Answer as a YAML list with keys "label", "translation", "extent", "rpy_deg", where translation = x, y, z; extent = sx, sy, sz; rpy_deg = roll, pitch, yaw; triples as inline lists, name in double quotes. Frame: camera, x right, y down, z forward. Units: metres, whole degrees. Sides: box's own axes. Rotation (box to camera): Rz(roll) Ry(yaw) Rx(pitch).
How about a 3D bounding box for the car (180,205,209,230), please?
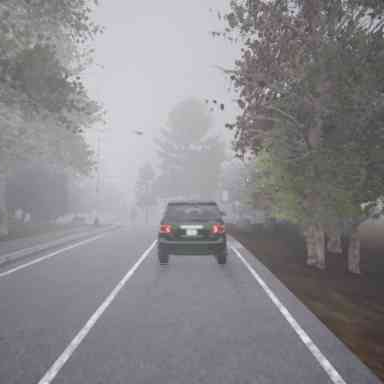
- label: "car"
  translation: [0.237, 1.965, 25.865]
  extent: [2.097, 1.767, 4.553]
  rpy_deg: [0, -3, 2]

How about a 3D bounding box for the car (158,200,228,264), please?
- label: "car"
  translation: [0.086, 1.307, 12.157]
  extent: [2.150, 2.045, 5.566]
  rpy_deg: [0, -1, 2]

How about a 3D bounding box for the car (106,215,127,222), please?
- label: "car"
  translation: [-15.902, 5.686, 70.307]
  extent: [1.837, 1.490, 4.892]
  rpy_deg: [-4, -5, 36]

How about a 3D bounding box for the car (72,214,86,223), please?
- label: "car"
  translation: [-18.357, 4.328, 53.863]
  extent: [1.882, 1.535, 5.008]
  rpy_deg: [1, -5, -18]
